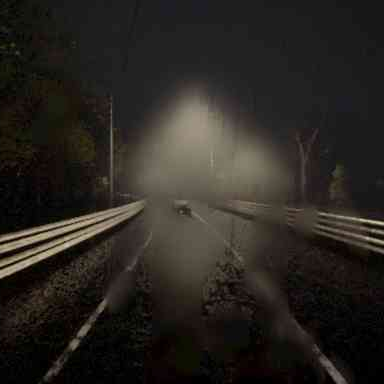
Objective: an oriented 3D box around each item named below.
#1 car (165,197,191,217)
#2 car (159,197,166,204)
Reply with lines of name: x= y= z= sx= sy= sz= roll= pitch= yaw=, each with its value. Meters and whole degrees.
car: x=-1.128 y=1.483 z=30.900 sx=2.128 sy=1.511 sz=4.902 roll=0 pitch=0 yaw=-5
car: x=-5.067 y=1.538 z=61.906 sx=1.994 sy=1.385 sz=4.181 roll=0 pitch=0 yaw=-10
